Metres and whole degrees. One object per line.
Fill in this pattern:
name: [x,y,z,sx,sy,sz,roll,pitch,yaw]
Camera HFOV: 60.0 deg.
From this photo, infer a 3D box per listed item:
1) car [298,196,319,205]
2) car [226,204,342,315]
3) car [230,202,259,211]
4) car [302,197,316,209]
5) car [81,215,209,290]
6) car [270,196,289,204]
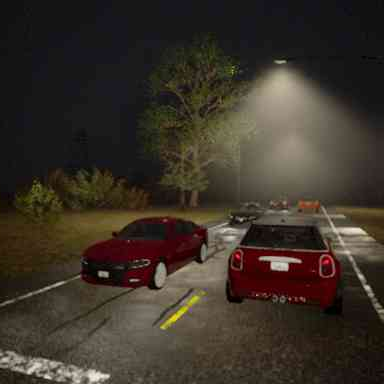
car: [13.114,1.325,37.358,2.097,1.767,4.553,0,0,21]
car: [2.293,1.346,7.938,2.097,1.767,4.553,0,0,20]
car: [3.831,1.488,22.617,1.837,1.490,4.892,0,0,20]
car: [16.413,1.495,46.543,1.812,1.442,4.674,0,0,20]
car: [-1.013,1.472,9.428,1.882,1.535,5.008,0,0,21]
car: [11.133,1.325,42.296,2.097,1.767,4.553,0,0,20]
